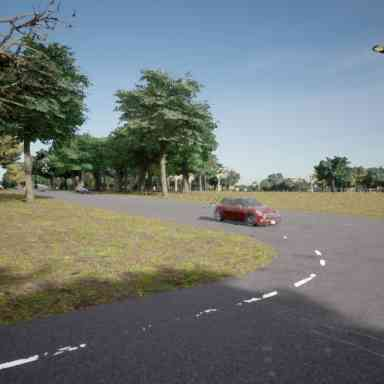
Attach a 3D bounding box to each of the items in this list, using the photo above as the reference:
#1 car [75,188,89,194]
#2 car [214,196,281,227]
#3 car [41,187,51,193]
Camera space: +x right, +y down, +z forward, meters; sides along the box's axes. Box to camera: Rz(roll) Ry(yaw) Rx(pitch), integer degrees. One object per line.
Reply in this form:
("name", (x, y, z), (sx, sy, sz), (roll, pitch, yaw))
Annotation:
("car", (-23.983, -0.199, 72.211), (1.895, 1.301, 4.718), (-1, 2, -35))
("car", (3.486, 1.145, 21.388), (2.097, 1.767, 4.553), (-1, 2, -35))
("car", (-37.357, -0.640, 84.984), (2.128, 1.511, 4.902), (-1, 2, -33))
